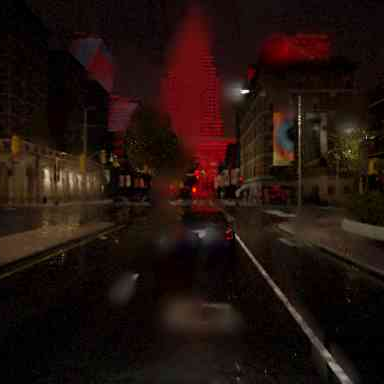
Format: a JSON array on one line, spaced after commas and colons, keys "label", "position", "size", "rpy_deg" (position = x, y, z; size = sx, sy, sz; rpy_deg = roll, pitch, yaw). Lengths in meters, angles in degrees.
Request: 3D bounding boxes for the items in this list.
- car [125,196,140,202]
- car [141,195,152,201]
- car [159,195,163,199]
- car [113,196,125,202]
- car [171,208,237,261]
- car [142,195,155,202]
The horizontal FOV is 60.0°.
[{"label": "car", "position": [-12.687, 1.586, 73.134], "size": [1.895, 1.301, 4.718], "rpy_deg": [0, 0, 2]}, {"label": "car", "position": [-12.184, 1.528, 88.720], "size": [2.128, 1.511, 4.902], "rpy_deg": [0, 0, 2]}, {"label": "car", "position": [-8.686, 1.571, 88.613], "size": [1.994, 1.385, 4.181], "rpy_deg": [0, 0, 2]}, {"label": "car", "position": [-15.946, 1.572, 72.899], "size": [1.895, 1.301, 4.718], "rpy_deg": [0, 0, 2]}, {"label": "car", "position": [0.441, 1.363, 12.447], "size": [2.097, 1.767, 4.553], "rpy_deg": [0, 0, 2]}, {"label": "car", "position": [-9.187, 1.546, 73.061], "size": [2.033, 1.411, 5.357], "rpy_deg": [0, 0, 2]}]
